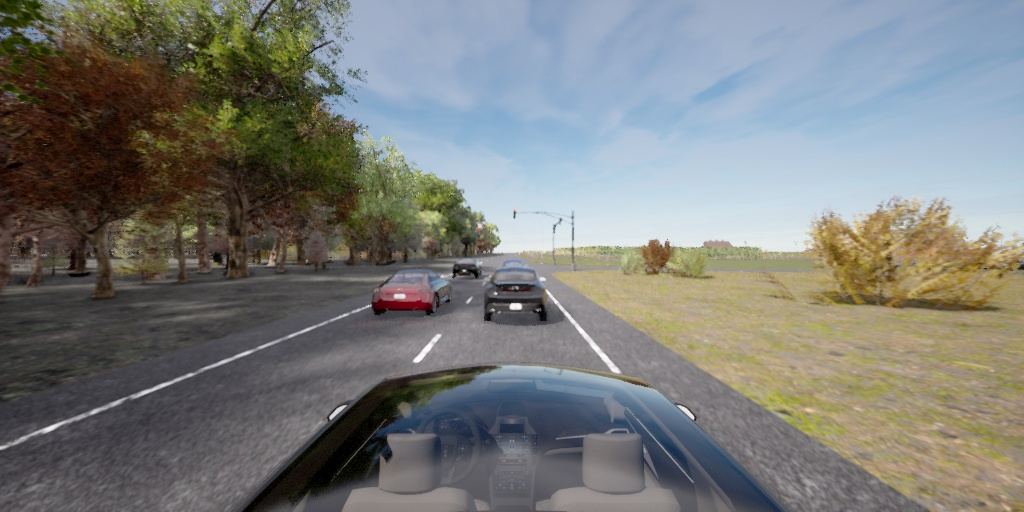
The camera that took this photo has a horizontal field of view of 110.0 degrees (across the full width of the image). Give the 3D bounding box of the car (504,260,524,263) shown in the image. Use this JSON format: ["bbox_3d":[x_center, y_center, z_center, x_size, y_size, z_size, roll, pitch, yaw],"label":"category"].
[{"bbox_3d":[0.121,0.963,24.013,1.812,1.442,4.674,0,1,0],"label":"car"}]

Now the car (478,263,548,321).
[{"bbox_3d":[0.101,1.108,11.890,1.837,1.490,4.892,0,0,0],"label":"car"}]

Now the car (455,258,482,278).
[{"bbox_3d":[-3.394,0.860,27.918,1.882,1.535,5.008,0,1,0],"label":"car"}]

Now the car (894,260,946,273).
[{"bbox_3d":[48.526,1.186,42.646,4.902,1.511,2.128,1,0,0],"label":"car"}]

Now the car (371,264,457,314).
[{"bbox_3d":[-3.398,1.158,12.857,1.994,1.385,4.181,0,1,0],"label":"car"}]
